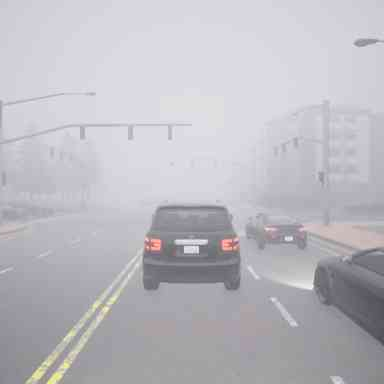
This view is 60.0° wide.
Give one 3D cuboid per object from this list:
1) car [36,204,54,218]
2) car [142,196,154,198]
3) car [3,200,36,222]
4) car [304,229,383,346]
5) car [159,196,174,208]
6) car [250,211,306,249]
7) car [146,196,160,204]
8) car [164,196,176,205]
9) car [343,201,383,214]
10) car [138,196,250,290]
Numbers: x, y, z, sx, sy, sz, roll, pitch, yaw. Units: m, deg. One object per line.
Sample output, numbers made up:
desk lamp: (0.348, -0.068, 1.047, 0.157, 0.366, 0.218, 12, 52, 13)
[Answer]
car: (-14.957, 1.478, 29.602, 5.008, 1.535, 1.882, 0, 0, -4)
car: (-7.348, 1.477, 53.045, 1.882, 1.535, 5.008, 0, 0, -1)
car: (-15.150, 1.526, 25.945, 4.674, 1.442, 1.812, 0, 0, -2)
car: (3.574, 1.564, 5.424, 1.994, 1.385, 4.181, 0, 0, 0)
car: (-3.845, 1.477, 50.467, 1.882, 1.535, 5.008, 0, 0, 0)
car: (3.507, 1.526, 14.366, 1.812, 1.442, 4.674, 0, 0, 0)
car: (-7.381, 1.491, 63.505, 2.128, 1.511, 4.902, 0, 0, 0)
car: (-3.881, 1.477, 59.880, 1.882, 1.535, 5.008, 0, 0, 0)
car: (18.066, 1.601, 34.068, 4.718, 1.301, 1.895, 0, 0, -2)
car: (0.002, 1.221, 9.199, 2.150, 2.045, 5.566, 0, 0, 0)
